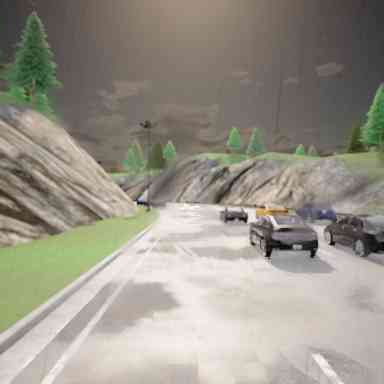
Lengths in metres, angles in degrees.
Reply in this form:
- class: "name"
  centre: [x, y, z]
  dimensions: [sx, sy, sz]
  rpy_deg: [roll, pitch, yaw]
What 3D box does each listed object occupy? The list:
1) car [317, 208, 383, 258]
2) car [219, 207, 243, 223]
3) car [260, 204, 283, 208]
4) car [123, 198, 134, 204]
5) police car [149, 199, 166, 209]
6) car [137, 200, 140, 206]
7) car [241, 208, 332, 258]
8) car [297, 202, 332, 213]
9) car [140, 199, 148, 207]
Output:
- class: "car"
  centre: [7.019, 1.654, 13.487]
  dimensions: [1.837, 1.490, 4.892]
  rpy_deg: [0, 0, 0]
- class: "car"
  centre: [3.429, 1.906, 28.141]
  dimensions: [1.895, 1.301, 4.718]
  rpy_deg: [0, -1, -2]
- class: "car"
  centre: [6.883, 1.793, 29.209]
  dimensions: [1.882, 1.535, 5.008]
  rpy_deg: [0, 0, -2]
- class: "car"
  centre: [-16.736, 2.309, 87.201]
  dimensions: [1.994, 1.385, 4.181]
  rpy_deg: [0, -1, -30]
- class: "police car"
  centre: [-5.808, 2.057, 58.466]
  dimensions: [1.930, 1.638, 5.238]
  rpy_deg: [0, -1, -16]
- class: "car"
  centre: [-10.668, 2.259, 72.352]
  dimensions: [1.882, 1.535, 5.008]
  rpy_deg: [0, -1, -23]
- class: "car"
  centre: [3.518, 1.640, 13.485]
  dimensions: [2.128, 1.511, 4.902]
  rpy_deg: [0, 0, 0]
- class: "car"
  centre: [10.416, 1.658, 28.433]
  dimensions: [2.097, 1.767, 4.553]
  rpy_deg: [0, -1, -2]
- class: "car"
  centre: [-8.639, 2.231, 67.174]
  dimensions: [1.837, 1.490, 4.892]
  rpy_deg: [0, -1, -20]
